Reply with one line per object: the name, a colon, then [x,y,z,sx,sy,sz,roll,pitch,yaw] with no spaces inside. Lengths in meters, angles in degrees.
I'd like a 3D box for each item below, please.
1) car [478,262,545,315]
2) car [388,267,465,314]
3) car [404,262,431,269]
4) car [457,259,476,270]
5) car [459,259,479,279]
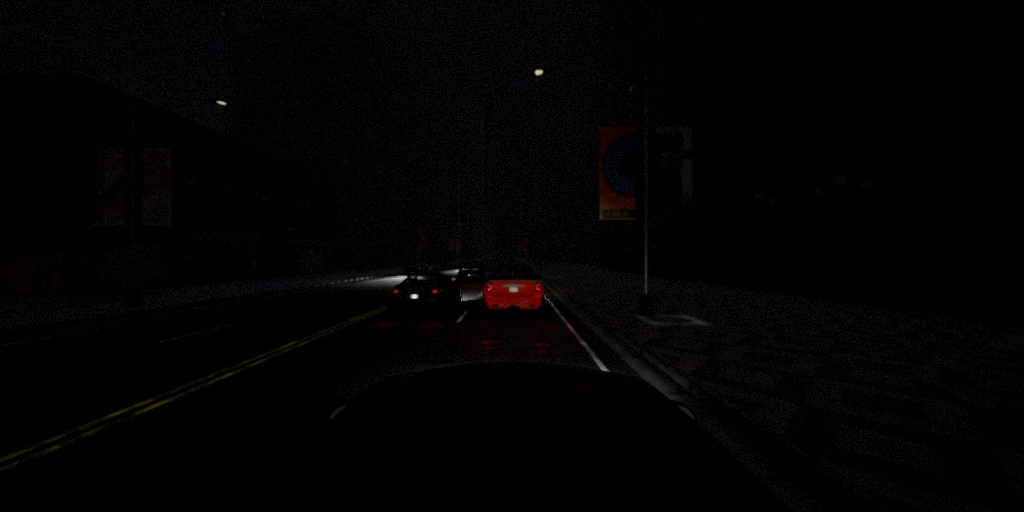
car: [0.067,1.089,13.645,2.097,1.767,4.553,0,0,0]
car: [-3.181,1.299,13.760,1.994,1.385,4.181,0,0,0]
car: [-9.848,1.308,37.535,1.895,1.301,4.718,0,0,0]
car: [-6.562,1.180,52.628,2.128,1.511,4.902,0,0,0]
car: [-3.179,1.210,29.133,2.128,1.511,4.902,0,0,0]
